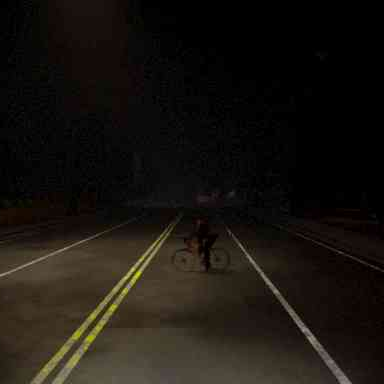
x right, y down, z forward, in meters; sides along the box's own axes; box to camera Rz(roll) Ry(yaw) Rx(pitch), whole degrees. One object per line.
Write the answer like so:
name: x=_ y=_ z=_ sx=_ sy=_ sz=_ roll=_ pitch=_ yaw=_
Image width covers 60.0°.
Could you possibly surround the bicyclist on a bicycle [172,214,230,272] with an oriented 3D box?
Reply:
bicyclist on a bicycle: x=0.227 y=1.455 z=9.369 sx=1.656 sy=1.620 sz=0.582 roll=-2 pitch=0 yaw=1
